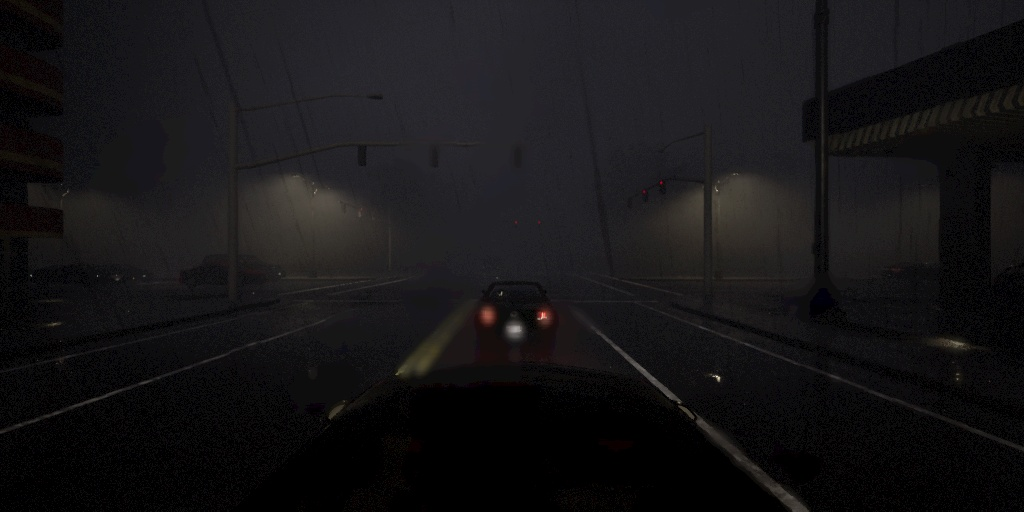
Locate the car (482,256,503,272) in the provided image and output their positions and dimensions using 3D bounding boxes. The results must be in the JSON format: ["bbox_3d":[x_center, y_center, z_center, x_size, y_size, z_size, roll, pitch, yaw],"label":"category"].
[{"bbox_3d":[-2.683,0.957,47.176,2.150,2.045,5.566,0,0,-1],"label":"car"}]

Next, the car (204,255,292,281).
[{"bbox_3d":[-19.882,0.964,26.475,5.566,2.045,2.150,0,0,1],"label":"car"}]

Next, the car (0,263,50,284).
[{"bbox_3d":[-37.982,1.268,26.798,4.674,1.442,1.812,0,0,1],"label":"car"}]

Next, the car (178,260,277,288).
[{"bbox_3d":[-18.322,1.221,22.927,5.008,1.535,1.882,0,0,1],"label":"car"}]

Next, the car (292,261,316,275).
[{"bbox_3d":[-23.572,1.230,38.221,4.902,1.511,2.128,0,0,1],"label":"car"}]

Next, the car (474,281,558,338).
[{"bbox_3d":[0.100,1.348,10.151,1.895,1.301,4.718,0,0,0],"label":"car"}]

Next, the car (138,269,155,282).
[{"bbox_3d":[-29.300,1.306,26.629,4.181,1.385,1.994,0,0,0],"label":"car"}]

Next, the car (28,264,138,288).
[{"bbox_3d":[-27.825,1.235,23.104,4.902,1.511,2.128,0,0,1],"label":"car"}]

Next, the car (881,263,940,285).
[{"bbox_3d":[29.424,1.234,25.577,4.902,1.511,2.128,0,0,1],"label":"car"}]
